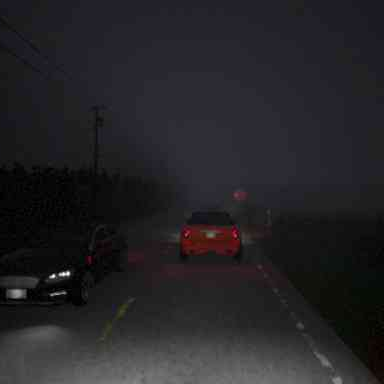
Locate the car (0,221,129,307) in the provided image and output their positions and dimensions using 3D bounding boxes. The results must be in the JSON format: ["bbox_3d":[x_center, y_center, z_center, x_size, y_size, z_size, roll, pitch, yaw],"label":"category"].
[{"bbox_3d":[-2.922,1.516,8.235,2.128,1.511,4.902,0,0,3],"label":"car"}]

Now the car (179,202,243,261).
[{"bbox_3d":[0.724,1.416,12.816,2.097,1.767,4.553,0,0,3],"label":"car"}]

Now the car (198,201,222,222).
[{"bbox_3d":[1.604,1.625,29.264,1.882,1.535,5.008,0,0,3],"label":"car"}]
